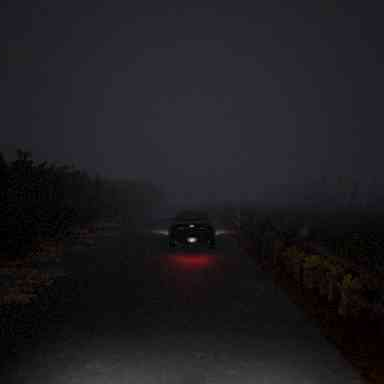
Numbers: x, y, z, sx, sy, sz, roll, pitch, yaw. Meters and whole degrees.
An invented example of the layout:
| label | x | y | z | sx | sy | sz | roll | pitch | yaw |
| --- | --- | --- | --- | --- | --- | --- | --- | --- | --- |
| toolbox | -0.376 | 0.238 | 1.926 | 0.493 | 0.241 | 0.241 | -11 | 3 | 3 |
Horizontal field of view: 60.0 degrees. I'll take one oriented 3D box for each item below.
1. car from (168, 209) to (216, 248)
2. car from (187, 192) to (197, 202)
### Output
| label | x | y | z | sx | sy | sz | roll | pitch | yaw |
| --- | --- | --- | --- | --- | --- | --- | --- | --- | --- |
| car | 0.000 | 1.513 | 14.650 | 1.837 | 1.490 | 4.892 | 0 | 0 | 0 |
| car | 0.000 | 1.068 | 73.351 | 2.150 | 2.045 | 5.566 | 0 | 0 | 0 |
